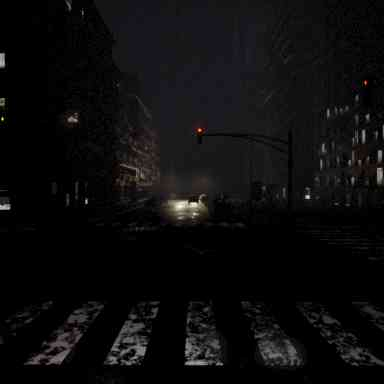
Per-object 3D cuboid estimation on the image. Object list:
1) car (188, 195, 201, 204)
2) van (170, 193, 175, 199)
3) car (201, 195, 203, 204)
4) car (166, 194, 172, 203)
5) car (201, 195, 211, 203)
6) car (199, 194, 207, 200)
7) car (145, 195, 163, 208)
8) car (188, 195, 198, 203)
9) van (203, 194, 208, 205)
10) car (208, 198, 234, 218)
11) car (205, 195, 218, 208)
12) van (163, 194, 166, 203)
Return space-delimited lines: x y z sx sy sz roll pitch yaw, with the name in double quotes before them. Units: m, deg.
"car" 0.276 1.435 60.898 1.837 1.490 4.892 0 0 0
"van" -5.487 1.242 75.141 1.690 1.788 3.998 -1 0 0
"car" 2.797 1.490 52.564 1.887 1.381 4.507 -1 0 0
"car" -5.517 1.470 63.847 1.887 1.381 4.507 -1 0 0
"car" 2.852 1.353 69.501 1.967 1.590 4.097 -1 0 0
"car" 2.932 1.313 86.439 1.967 1.590 4.097 -1 0 0
"car" -5.566 1.520 46.910 1.947 1.339 4.313 -1 0 0
"car" 0.231 1.427 71.100 2.128 1.511 4.902 0 0 0
"van" 2.778 1.295 46.918 1.690 1.788 3.998 -1 0 0
"car" 2.731 1.522 29.981 1.887 1.381 4.507 -1 0 0
"car" 2.746 1.410 35.626 1.967 1.590 4.097 -1 0 0
"van" -5.553 1.287 52.555 1.690 1.788 3.998 -1 0 0
